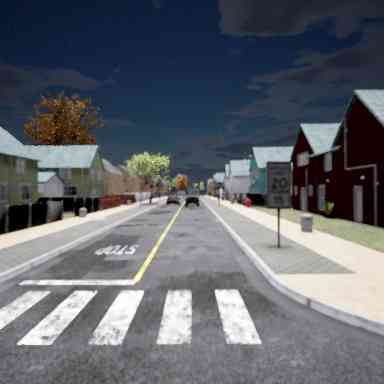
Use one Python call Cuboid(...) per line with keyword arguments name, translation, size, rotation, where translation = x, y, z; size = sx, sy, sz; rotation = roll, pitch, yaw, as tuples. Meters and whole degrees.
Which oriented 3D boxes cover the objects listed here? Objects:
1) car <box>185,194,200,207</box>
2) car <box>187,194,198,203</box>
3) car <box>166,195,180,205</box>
Cuboid(name="car", translation=(0.050, 1.092, 43.654), size=(1.837, 1.490, 4.892), rotation=(0, 0, 0))
Cuboid(name="car", translation=(0.065, 1.048, 54.074), size=(1.812, 1.442, 4.674), rotation=(0, 0, 0))
Cuboid(name="car", translation=(-2.692, 1.123, 48.245), size=(2.033, 1.411, 5.357), rotation=(0, 0, 0))
